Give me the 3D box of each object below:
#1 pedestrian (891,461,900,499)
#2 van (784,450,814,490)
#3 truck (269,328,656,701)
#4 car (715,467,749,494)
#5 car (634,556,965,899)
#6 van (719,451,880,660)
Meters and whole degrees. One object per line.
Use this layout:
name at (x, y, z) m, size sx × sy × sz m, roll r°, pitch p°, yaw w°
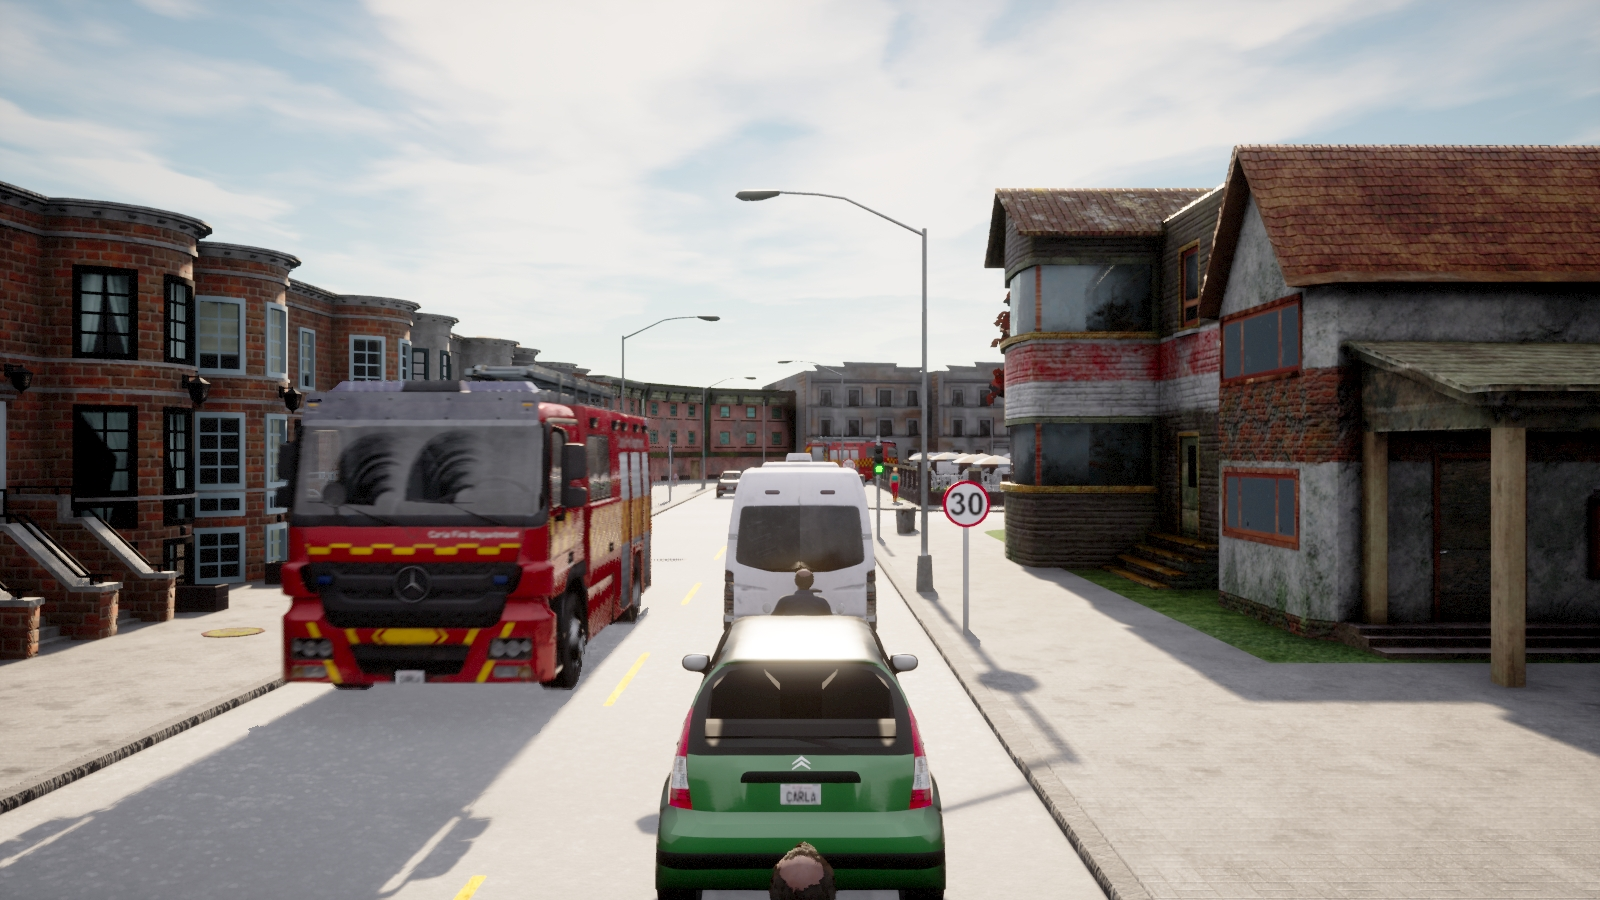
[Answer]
pedestrian at (4.769, 1.494, 57.052) m, size 0.375 × 1.860 × 0.375 m, roll 0°, pitch 0°, yaw 0°
van at (-0.059, 1.286, 76.777) m, size 1.988 × 2.561 × 5.915 m, roll 0°, pitch 0°, yaw 0°
truck at (-4.005, 0.664, 15.963) m, size 2.891 × 3.827 × 8.468 m, roll 0°, pitch 0°, yaw 0°
car at (-4.014, 1.781, 67.520) m, size 1.789 × 1.549 × 3.705 m, roll 0°, pitch 0°, yaw 0°
car at (-0.003, 1.776, 8.384) m, size 1.851 × 1.617 × 3.988 m, roll 0°, pitch 0°, yaw 0°
van at (-0.006, 1.308, 17.043) m, size 1.988 × 2.561 × 5.915 m, roll 0°, pitch 0°, yaw 0°
